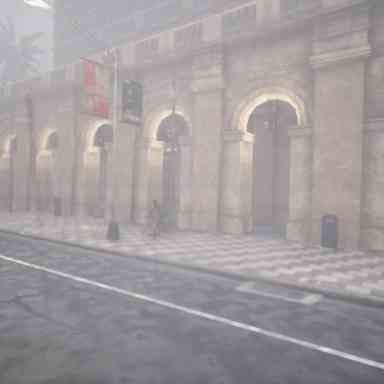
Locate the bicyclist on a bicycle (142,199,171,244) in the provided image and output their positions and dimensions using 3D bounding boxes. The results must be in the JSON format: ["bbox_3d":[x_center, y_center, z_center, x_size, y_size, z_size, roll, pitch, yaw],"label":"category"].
[{"bbox_3d":[-1.300,1.095,12.543,0.582,1.620,1.656,2,1,36],"label":"bicyclist on a bicycle"}]
